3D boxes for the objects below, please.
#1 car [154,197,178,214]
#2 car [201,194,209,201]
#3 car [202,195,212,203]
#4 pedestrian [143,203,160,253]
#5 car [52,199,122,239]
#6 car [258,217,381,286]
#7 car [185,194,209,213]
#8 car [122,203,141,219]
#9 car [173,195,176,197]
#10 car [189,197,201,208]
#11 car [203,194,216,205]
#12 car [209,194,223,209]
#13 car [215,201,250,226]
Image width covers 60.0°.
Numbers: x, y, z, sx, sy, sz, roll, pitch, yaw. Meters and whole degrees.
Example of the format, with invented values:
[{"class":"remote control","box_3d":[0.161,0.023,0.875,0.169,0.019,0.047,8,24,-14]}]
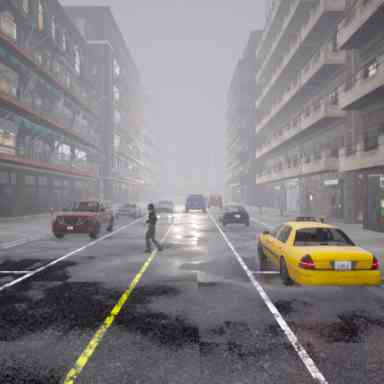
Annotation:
[{"class":"car","box_3d":[-2.792,1.558,35.134,2.033,1.411,5.357,0,0,1]},{"class":"car","box_3d":[3.494,1.355,89.923,2.192,1.841,5.009,1,0,1]},{"class":"car","box_3d":[3.345,1.469,73.220,1.967,1.590,4.097,1,0,1]},{"class":"pedestrian","box_3d":[-1.461,1.296,12.103,0.375,1.860,0.375,1,-1,-2]},{"class":"car","box_3d":[-5.523,1.319,17.649,2.192,1.841,5.009,1,0,1]},{"class":"car","box_3d":[3.081,1.458,9.297,1.801,1.575,5.366,0,0,1]},{"class":"car","box_3d":[0.407,1.235,36.580,2.150,2.045,5.566,0,0,1]},{"class":"car","box_3d":[-5.429,1.590,28.785,1.802,1.307,4.206,1,0,1]},{"class":"car","box_3d":[-5.037,1.554,73.158,1.752,1.417,4.829,1,0,1]},{"class":"car","box_3d":[0.471,1.542,49.967,1.812,1.442,4.674,0,0,1]},{"class":"car","box_3d":[3.249,1.338,62.084,2.192,1.841,5.009,1,0,1]},{"class":"car","box_3d":[3.102,1.329,45.382,2.192,1.841,5.009,1,0,1]},{"class":"car","box_3d":[2.902,1.572,23.110,1.947,1.339,4.313,1,0,1]}]
